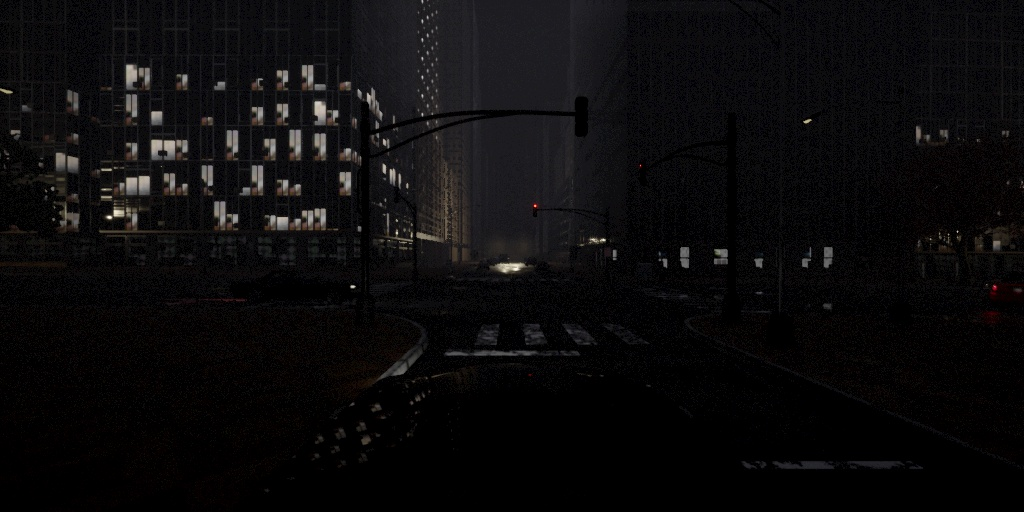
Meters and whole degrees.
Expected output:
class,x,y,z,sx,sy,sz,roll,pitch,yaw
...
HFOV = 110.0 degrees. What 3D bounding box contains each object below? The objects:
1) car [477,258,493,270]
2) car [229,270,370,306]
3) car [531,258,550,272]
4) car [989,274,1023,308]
class,x,y,z,sx,sy,sz,roll,pitch,yaw
car,-4.081,1.342,52.040,1.802,1.307,4.207,0,0,0
car,-8.308,1.225,14.406,4.718,1.301,1.895,1,0,-3
car,3.878,1.329,46.557,1.948,1.339,4.313,0,0,0
car,24.510,1.569,15.966,4.553,1.767,2.097,1,0,-3
